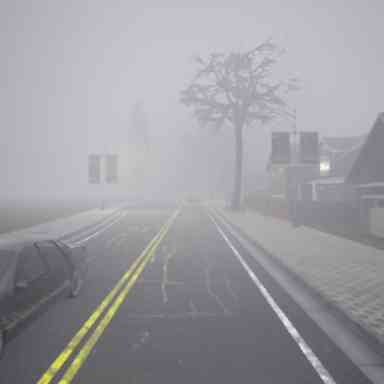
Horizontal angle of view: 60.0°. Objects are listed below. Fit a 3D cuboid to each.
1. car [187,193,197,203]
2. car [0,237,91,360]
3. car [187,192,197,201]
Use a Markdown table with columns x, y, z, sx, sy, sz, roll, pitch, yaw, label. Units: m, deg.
| x | y | z | sx | sy | sz | roll | pitch | yaw | label |
| --- | --- | --- | --- | --- | --- | --- | --- | --- | --- |
| 0.000 | 1.302 | 60.021 | 1.895 | 1.301 | 4.718 | 0 | 1 | 0 | car |
| -3.323 | 1.542 | 5.688 | 2.033 | 1.411 | 5.357 | 0 | 0 | 0 | car |
| 0.001 | 0.904 | 69.971 | 2.097 | 1.767 | 4.553 | 0 | 1 | 0 | car |
